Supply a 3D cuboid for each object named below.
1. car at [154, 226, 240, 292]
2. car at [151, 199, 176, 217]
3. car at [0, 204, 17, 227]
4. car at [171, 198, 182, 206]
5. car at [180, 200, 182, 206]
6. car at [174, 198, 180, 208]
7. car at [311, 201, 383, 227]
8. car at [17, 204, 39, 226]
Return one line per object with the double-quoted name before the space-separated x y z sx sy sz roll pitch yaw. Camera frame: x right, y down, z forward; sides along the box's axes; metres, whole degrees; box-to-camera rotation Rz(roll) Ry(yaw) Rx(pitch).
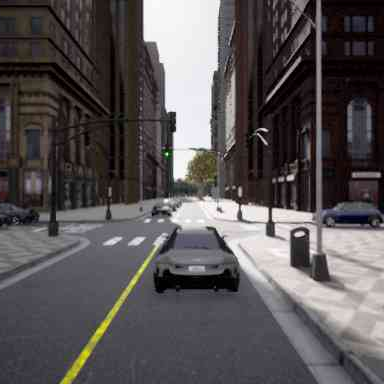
"car" 0.084 1.619 9.112 1.994 1.385 4.181 0 0 -1
"car" -3.070 1.754 34.588 2.033 1.411 5.357 0 0 0
"car" -14.106 1.620 20.385 5.357 1.411 2.033 0 0 0
"car" -2.961 1.939 64.996 1.812 1.442 4.674 0 0 0
"car" -3.024 1.886 54.662 2.033 1.411 5.357 0 0 0
"car" -3.064 1.759 44.349 2.128 1.511 4.902 0 0 0
"car" 10.877 1.530 23.609 4.553 1.767 2.097 0 0 1
"car" -13.441 1.603 23.544 4.892 1.490 1.837 0 -2 1
